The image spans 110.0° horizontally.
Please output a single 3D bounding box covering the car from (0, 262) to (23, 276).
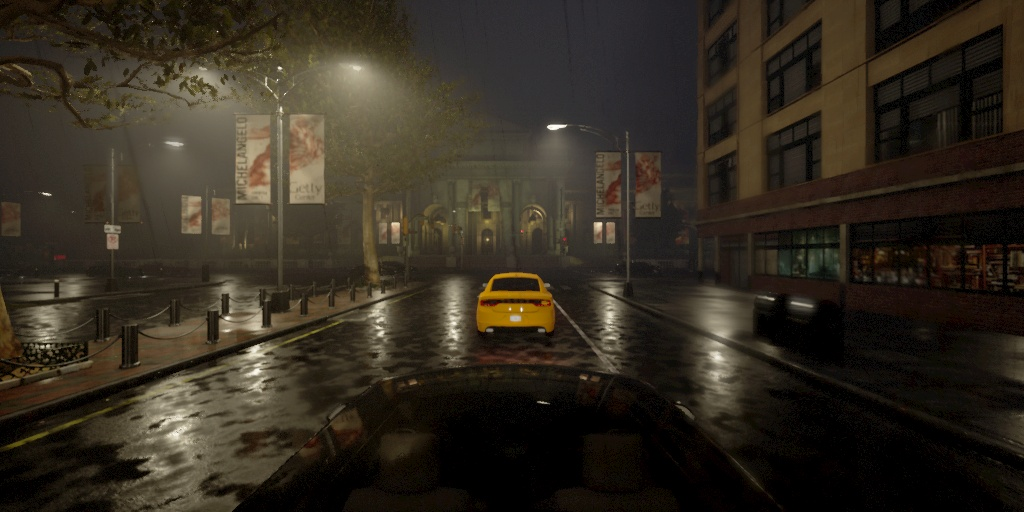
[{"bbox_3d":[-50.755,1.267,34.856,4.674,1.442,1.812,0,0,-2],"label":"car"}]

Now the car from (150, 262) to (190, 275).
[{"bbox_3d":[-37.398,1.340,38.338,4.718,1.301,1.895,0,0,1],"label":"car"}]

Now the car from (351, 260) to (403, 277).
[{"bbox_3d":[-13.174,1.304,34.561,4.181,1.385,1.994,0,0,1],"label":"car"}]

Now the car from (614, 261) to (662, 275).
[{"bbox_3d":[13.249,1.244,37.743,4.892,1.490,1.837,0,0,1],"label":"car"}]

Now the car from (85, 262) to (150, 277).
[{"bbox_3d":[-38.507,1.305,34.841,4.181,1.385,1.994,0,0,0],"label":"car"}]

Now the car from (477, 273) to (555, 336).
[{"bbox_3d":[0.120,1.225,10.391,1.882,1.535,5.008,0,0,1],"label":"car"}]

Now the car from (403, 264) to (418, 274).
[{"bbox_3d":[-12.488,1.217,38.052,5.008,1.535,1.882,0,0,1],"label":"car"}]
